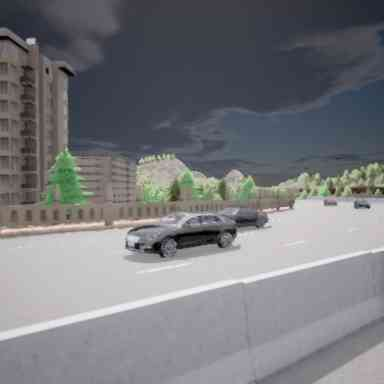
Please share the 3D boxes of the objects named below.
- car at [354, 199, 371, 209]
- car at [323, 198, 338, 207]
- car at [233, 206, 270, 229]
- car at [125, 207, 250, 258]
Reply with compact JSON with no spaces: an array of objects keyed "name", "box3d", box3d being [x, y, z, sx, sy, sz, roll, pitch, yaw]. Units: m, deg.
[{"name":"car","box3d":[23.951,1.667,46.858,2.033,1.411,5.357,-1,0,22]},{"name":"car","box3d":[23.622,1.722,56.719,1.812,1.442,4.674,-1,0,17]},{"name":"car","box3d":[2.751,1.606,20.571,2.033,1.411,5.357,0,0,44]},{"name":"car","box3d":[-0.249,1.528,13.032,4.902,1.511,2.128,0,0,-41]}]
